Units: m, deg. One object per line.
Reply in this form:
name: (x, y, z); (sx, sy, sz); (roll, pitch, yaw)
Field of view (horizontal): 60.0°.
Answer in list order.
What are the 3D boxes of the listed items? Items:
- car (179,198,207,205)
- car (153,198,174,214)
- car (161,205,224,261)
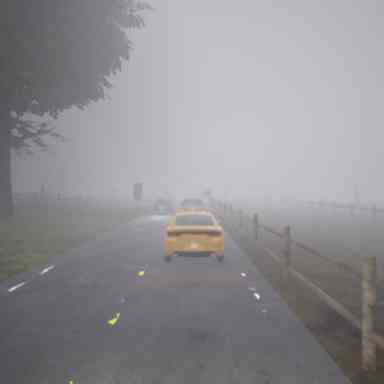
car: (0.071, 1.256, 25.803); (2.097, 1.767, 4.553); (0, 0, 0)
car: (-2.813, 1.359, 33.658); (2.128, 1.511, 4.902); (0, 0, 0)
car: (0.076, 1.438, 12.131); (1.882, 1.535, 5.008); (0, -1, 0)
